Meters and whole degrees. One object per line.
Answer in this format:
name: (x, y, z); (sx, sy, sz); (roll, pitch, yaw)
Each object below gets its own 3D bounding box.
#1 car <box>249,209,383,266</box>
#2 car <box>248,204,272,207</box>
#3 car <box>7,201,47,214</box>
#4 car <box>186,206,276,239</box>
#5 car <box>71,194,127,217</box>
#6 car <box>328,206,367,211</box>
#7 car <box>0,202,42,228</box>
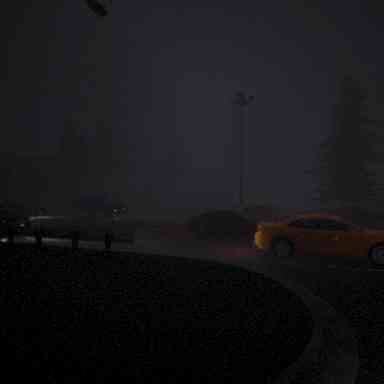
car: (4.825, 1.569, 11.941); (5.008, 1.535, 1.882); (1, 0, 21)
car: (4.969, 1.616, 23.141); (5.008, 1.535, 1.882); (0, 0, 21)
car: (-16.309, 1.523, 31.349); (5.357, 1.411, 2.033); (0, 0, 21)
car: (2.006, 1.610, 16.779); (4.674, 1.442, 1.812); (0, 0, 21)
car: (-9.033, 1.268, 32.294); (5.566, 2.045, 2.150); (0, 0, 21)
car: (11.870, 1.732, 24.230); (4.674, 1.442, 1.812); (1, 0, 21)
car: (-11.031, 1.462, 18.059); (4.902, 1.511, 2.128); (0, 0, 21)
